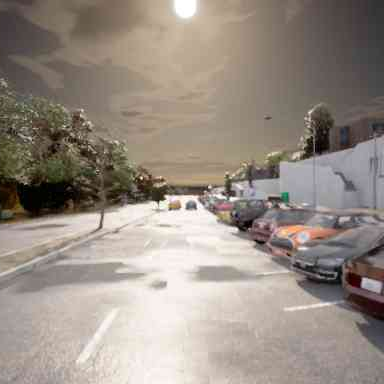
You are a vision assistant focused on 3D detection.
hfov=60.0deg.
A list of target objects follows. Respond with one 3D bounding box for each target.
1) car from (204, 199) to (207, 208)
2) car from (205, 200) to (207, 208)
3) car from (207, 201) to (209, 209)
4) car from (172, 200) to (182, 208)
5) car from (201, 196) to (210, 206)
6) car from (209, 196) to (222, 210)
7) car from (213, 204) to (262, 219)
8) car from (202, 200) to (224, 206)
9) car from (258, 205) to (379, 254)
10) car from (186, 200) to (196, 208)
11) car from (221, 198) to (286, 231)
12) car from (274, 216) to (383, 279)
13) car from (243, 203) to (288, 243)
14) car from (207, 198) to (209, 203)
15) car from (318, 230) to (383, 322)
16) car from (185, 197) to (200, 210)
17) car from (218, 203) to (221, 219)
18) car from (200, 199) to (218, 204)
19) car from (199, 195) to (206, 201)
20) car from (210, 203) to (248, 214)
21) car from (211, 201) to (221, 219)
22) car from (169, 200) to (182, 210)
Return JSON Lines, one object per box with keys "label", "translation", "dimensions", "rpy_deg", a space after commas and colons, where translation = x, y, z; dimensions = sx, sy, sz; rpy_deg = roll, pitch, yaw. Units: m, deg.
{"label": "car", "translation": [4.984, 2.369, 54.189], "dimensions": [4.792, 1.488, 2.163], "rpy_deg": [1, -1, -20]}
{"label": "car", "translation": [4.967, 2.338, 51.164], "dimensions": [4.674, 1.452, 2.002], "rpy_deg": [1, -1, -20]}
{"label": "car", "translation": [4.977, 2.137, 42.166], "dimensions": [5.008, 1.535, 2.097], "rpy_deg": [1, -1, -20]}
{"label": "car", "translation": [-3.146, 2.446, 69.935], "dimensions": [1.837, 1.490, 4.892], "rpy_deg": [0, 0, 0]}
{"label": "car", "translation": [4.981, 2.129, 57.192], "dimensions": [5.566, 2.045, 2.435], "rpy_deg": [1, -1, -20]}
{"label": "car", "translation": [4.982, 1.712, 33.152], "dimensions": [5.566, 2.045, 2.435], "rpy_deg": [1, -1, -20]}
{"label": "car", "translation": [4.971, 2.049, 36.150], "dimensions": [4.792, 1.488, 2.163], "rpy_deg": [1, -1, -20]}
{"label": "car", "translation": [4.881, 2.556, 78.186], "dimensions": [4.792, 1.488, 2.163], "rpy_deg": [1, 0, -20]}
{"label": "car", "translation": [5.081, 1.507, 12.171], "dimensions": [4.553, 1.767, 2.185], "rpy_deg": [1, -1, -20]}
{"label": "car", "translation": [-0.145, 2.439, 69.579], "dimensions": [2.033, 1.411, 5.357], "rpy_deg": [0, 0, 0]}
{"label": "car", "translation": [5.056, 1.508, 21.184], "dimensions": [5.566, 2.045, 2.435], "rpy_deg": [1, -1, -20]}
{"label": "car", "translation": [5.062, 1.596, 9.159], "dimensions": [4.892, 1.521, 2.231], "rpy_deg": [1, 0, -20]}
{"label": "car", "translation": [5.012, 1.546, 15.156], "dimensions": [4.553, 1.767, 2.185], "rpy_deg": [1, -1, -20]}
{"label": "car", "translation": [5.003, 2.120, 48.178], "dimensions": [4.553, 1.767, 2.185], "rpy_deg": [1, -1, -20]}
{"label": "car", "translation": [5.086, 1.588, 6.175], "dimensions": [4.792, 1.488, 2.163], "rpy_deg": [1, -1, -20]}
{"label": "car", "translation": [-0.123, 2.273, 59.547], "dimensions": [2.097, 1.767, 4.553], "rpy_deg": [0, -1, 0]}
{"label": "car", "translation": [5.189, 1.858, 27.231], "dimensions": [5.366, 1.575, 1.946], "rpy_deg": [1, -1, -20]}
{"label": "car", "translation": [4.870, 2.618, 93.210], "dimensions": [4.674, 1.452, 2.002], "rpy_deg": [1, 0, -20]}
{"label": "car", "translation": [4.910, 2.219, 66.172], "dimensions": [5.566, 2.045, 2.435], "rpy_deg": [1, 0, -20]}
{"label": "car", "translation": [4.980, 2.233, 45.165], "dimensions": [4.674, 1.452, 2.002], "rpy_deg": [1, -1, -20]}
{"label": "car", "translation": [4.836, 1.902, 30.096], "dimensions": [5.366, 1.575, 1.946], "rpy_deg": [1, -1, -20]}
{"label": "car", "translation": [-3.123, 2.400, 59.516], "dimensions": [1.882, 1.535, 5.008], "rpy_deg": [0, -1, 0]}
